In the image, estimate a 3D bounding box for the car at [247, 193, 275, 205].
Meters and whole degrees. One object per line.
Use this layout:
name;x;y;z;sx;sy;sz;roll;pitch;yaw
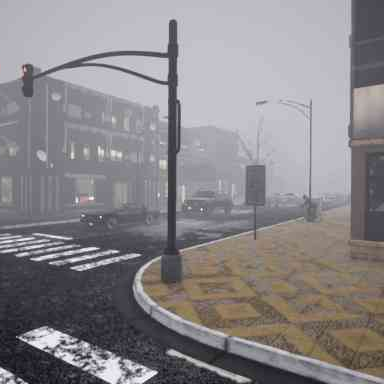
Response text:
car;8.886;0.821;42.604;1.887;1.381;4.507;2;2;35

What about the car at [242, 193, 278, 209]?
car;7.103;1.014;35.372;1.895;1.301;4.718;1;1;35

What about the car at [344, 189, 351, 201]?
car;25.436;0.619;51.669;1.887;1.381;4.507;2;2;35

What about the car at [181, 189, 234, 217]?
car;1.392;0.798;27.124;2.150;2.045;5.566;1;1;35

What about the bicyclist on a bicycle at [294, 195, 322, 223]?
bicyclist on a bicycle;6.797;1.003;19.582;1.656;1.620;0.582;0;1;35

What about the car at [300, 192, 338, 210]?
car;12.673;0.993;33.051;2.008;1.369;4.403;2;2;35

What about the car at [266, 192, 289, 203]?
car;12.126;0.767;47.226;1.802;1.307;4.206;2;2;35

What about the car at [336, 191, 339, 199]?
car;18.555;0.788;46.299;1.895;1.301;4.718;1;1;35

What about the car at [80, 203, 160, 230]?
car;-4.051;1.334;19.283;1.895;1.301;4.718;1;1;35

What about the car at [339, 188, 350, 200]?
car;24.237;0.572;54.535;2.033;1.411;5.357;1;1;36

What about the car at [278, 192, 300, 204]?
car;12.977;0.771;43.784;1.812;1.442;4.674;1;1;34
